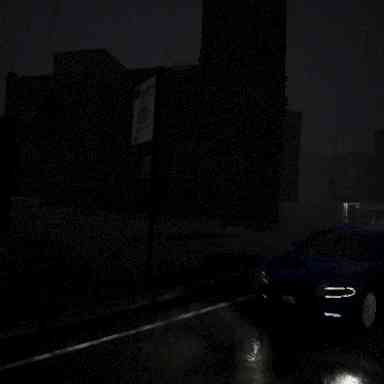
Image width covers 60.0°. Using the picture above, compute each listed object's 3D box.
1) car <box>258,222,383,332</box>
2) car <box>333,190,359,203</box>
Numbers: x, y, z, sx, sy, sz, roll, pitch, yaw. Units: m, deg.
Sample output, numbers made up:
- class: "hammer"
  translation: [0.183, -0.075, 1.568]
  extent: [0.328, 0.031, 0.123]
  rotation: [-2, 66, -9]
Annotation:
- class: "car"
  translation: [3.426, 1.464, 7.105]
  extent: [5.008, 1.535, 1.882]
  rotation: [-1, 1, -42]
- class: "car"
  translation: [20.074, 0.540, 43.587]
  extent: [1.812, 1.442, 4.674]
  rotation: [3, 2, 0]
